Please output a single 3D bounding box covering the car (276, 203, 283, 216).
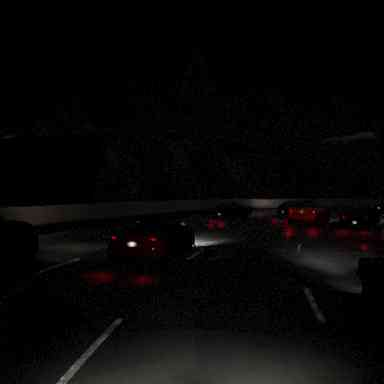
[{"bbox_3d":[9.596,1.553,31.222,1.812,1.442,4.674,0,0,42],"label":"car"}]

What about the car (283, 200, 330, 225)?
[{"bbox_3d":[8.723,1.382,24.593,2.097,1.767,4.553,0,0,34],"label":"car"}]

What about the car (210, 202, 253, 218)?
[{"bbox_3d":[3.649,1.591,29.958,1.895,1.301,4.718,0,0,37],"label":"car"}]

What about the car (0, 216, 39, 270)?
[{"bbox_3d":[-6.110,1.172,7.914,2.150,2.045,5.566,0,0,10],"label":"car"}]

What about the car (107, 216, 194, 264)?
[{"bbox_3d":[-1.279,1.542,11.925,1.994,1.385,4.181,0,0,15],"label":"car"}]

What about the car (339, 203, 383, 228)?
[{"bbox_3d":[11.654,1.651,22.958,1.895,1.301,4.718,0,0,36],"label":"car"}]

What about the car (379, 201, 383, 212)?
[{"bbox_3d":[21.586,1.663,36.480,4.181,1.385,1.994,0,0,-32],"label":"car"}]

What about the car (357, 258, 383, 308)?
[{"bbox_3d":[4.170,1.622,4.985,1.895,1.301,4.718,0,0,8],"label":"car"}]
